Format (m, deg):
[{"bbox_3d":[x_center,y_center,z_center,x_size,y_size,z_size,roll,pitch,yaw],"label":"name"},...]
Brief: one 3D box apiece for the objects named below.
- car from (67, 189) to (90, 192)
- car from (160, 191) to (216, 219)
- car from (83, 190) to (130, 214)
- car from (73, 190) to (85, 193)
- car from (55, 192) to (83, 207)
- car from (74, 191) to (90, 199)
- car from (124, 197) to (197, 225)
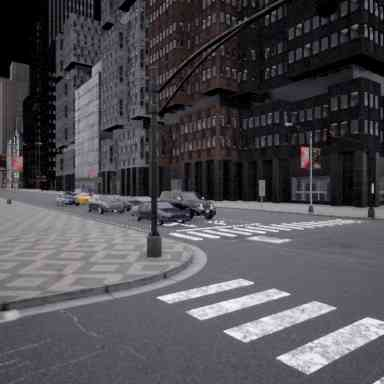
[{"bbox_3d":[-18.802,0.425,56.467,2.150,2.045,5.566,0,1,-36],"label":"car"},{"bbox_3d":[-0.536,0.957,25.285,2.150,2.045,5.566,0,1,-36],"label":"car"},{"bbox_3d":[-7.734,0.980,29.711,2.097,1.767,4.553,0,1,-36],"label":"car"},{"bbox_3d":[-14.112,0.878,44.116,1.882,1.535,5.008,0,1,-35],"label":"car"},{"bbox_3d":[-14.813,1.016,39.520,1.994,1.385,4.181,0,1,-36],"label":"car"},{"bbox_3d":[-21.948,0.572,66.365,1.812,1.442,4.674,0,1,-36],"label":"car"},{"bbox_3d":[-2.266,1.307,22.146,2.033,1.411,5.357,0,1,-36],"label":"car"}]
